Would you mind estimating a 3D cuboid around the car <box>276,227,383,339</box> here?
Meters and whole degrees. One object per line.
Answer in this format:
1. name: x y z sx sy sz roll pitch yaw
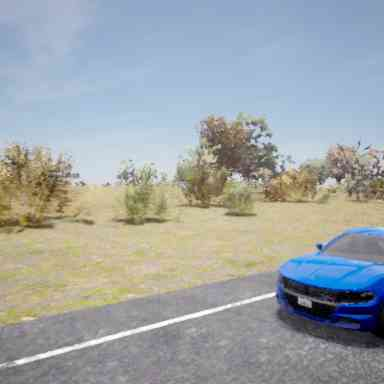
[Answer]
1. car: 3.818 1.476 6.719 5.008 1.535 1.882 0 0 -36
